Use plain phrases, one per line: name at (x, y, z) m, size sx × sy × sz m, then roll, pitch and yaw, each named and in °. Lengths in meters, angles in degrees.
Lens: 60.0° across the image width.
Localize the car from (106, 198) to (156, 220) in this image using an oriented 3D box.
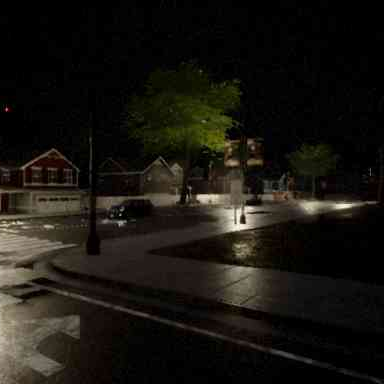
car at (-5.329, 1.391, 29.376) m, size 2.097 × 1.767 × 4.553 m, roll 1°, pitch 1°, yaw 36°

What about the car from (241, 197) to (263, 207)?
car at (8.790, 1.452, 48.738) m, size 1.994 × 1.385 × 4.181 m, roll 1°, pitch 1°, yaw 37°
